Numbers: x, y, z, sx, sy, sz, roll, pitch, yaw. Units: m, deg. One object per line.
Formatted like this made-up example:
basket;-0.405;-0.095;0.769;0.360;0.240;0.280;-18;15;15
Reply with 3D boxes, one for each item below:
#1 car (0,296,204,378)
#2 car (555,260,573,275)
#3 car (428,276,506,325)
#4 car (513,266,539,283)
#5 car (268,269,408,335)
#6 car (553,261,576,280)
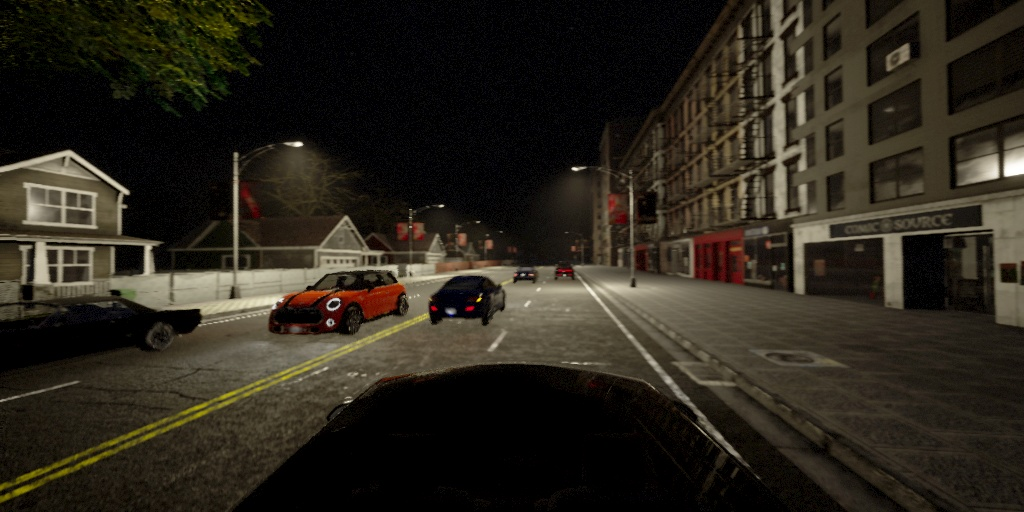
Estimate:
car;-8.929;1.489;6.786;1.895;1.301;4.718;-1;-1;8
car;6.497;1.417;44.656;2.097;1.767;4.553;-1;-1;8
car;-1.380;1.391;12.301;1.812;1.442;4.674;-1;-1;8
car;1.236;1.550;30.712;2.033;1.411;5.357;-1;0;8
car;-5.035;1.242;11.075;2.097;1.767;4.553;-1;-1;8
car;5.034;1.499;34.363;1.837;1.490;4.892;-1;-1;8
